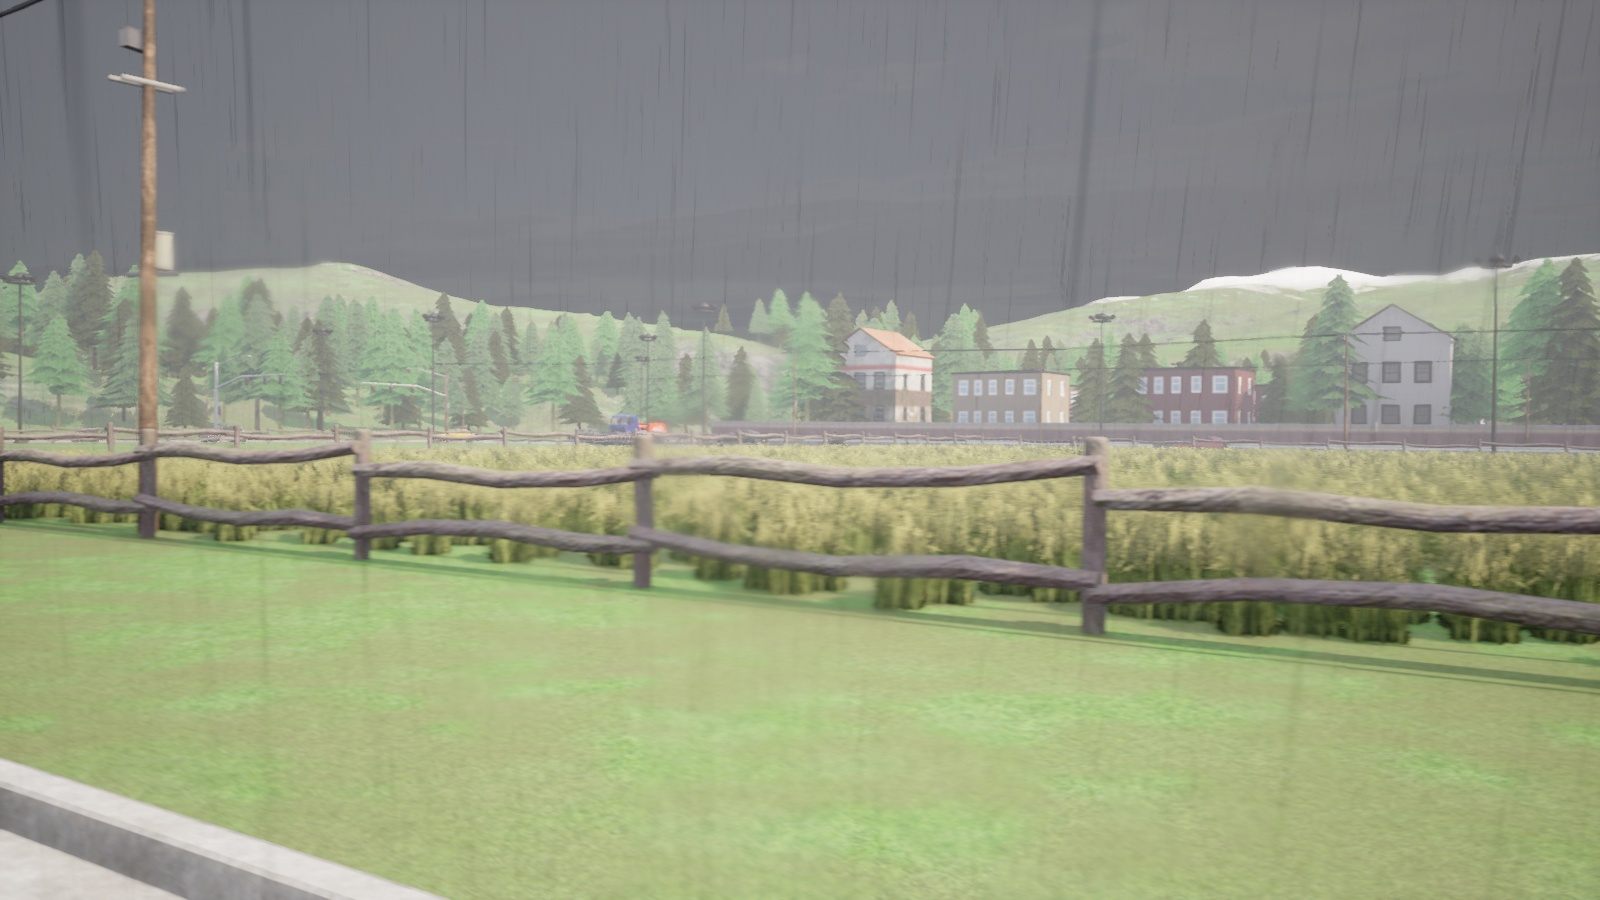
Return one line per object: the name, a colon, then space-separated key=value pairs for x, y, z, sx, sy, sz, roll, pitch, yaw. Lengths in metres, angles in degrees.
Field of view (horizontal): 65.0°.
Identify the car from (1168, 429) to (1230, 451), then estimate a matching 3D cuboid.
car: x=26.946 y=-0.677 z=84.909 sx=3.633 sy=1.501 sz=1.845 roll=0 pitch=1 yaw=34
